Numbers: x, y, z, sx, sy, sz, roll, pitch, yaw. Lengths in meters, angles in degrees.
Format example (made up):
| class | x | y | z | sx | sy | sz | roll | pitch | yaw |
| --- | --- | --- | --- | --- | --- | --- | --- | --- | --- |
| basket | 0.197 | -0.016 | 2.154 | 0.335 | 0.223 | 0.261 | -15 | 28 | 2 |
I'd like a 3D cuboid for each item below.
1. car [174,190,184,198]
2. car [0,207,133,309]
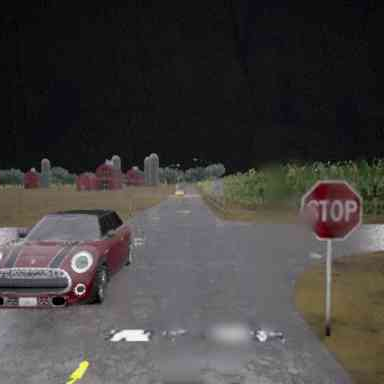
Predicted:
| class | x | y | z | sx | sy | sz | roll | pitch | yaw |
| --- | --- | --- | --- | --- | --- | --- | --- | --- | --- |
| car | -2.750 | 0.400 | 72.717 | 1.882 | 1.535 | 5.008 | 0 | 1 | 0 |
| car | -2.752 | 1.228 | 7.818 | 2.097 | 1.767 | 4.553 | 0 | 1 | 0 |
